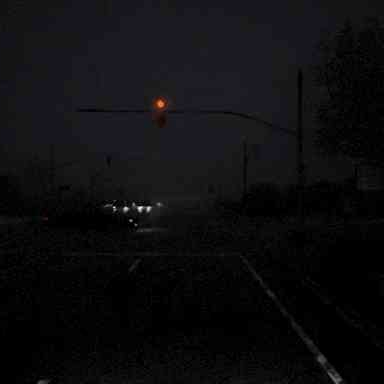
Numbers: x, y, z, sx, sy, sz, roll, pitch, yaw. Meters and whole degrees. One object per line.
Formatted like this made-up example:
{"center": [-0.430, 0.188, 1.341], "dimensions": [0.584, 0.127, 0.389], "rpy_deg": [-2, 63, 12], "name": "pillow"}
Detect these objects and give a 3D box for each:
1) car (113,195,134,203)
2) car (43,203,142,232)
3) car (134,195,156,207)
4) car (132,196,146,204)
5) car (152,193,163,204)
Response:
{"center": [-10.647, 1.363, 51.016], "dimensions": [2.097, 1.767, 4.553], "rpy_deg": [0, 0, 0], "name": "car"}
{"center": [-5.989, 1.557, 19.876], "dimensions": [5.357, 1.411, 2.033], "rpy_deg": [0, 0, 3], "name": "car"}
{"center": [-7.148, 1.575, 51.078], "dimensions": [1.994, 1.385, 4.181], "rpy_deg": [0, 0, 0], "name": "car"}
{"center": [-10.595, 1.518, 66.760], "dimensions": [1.837, 1.490, 4.892], "rpy_deg": [0, 0, 0], "name": "car"}
{"center": [-7.096, 1.236, 66.751], "dimensions": [2.150, 2.045, 5.566], "rpy_deg": [0, 0, 0], "name": "car"}
